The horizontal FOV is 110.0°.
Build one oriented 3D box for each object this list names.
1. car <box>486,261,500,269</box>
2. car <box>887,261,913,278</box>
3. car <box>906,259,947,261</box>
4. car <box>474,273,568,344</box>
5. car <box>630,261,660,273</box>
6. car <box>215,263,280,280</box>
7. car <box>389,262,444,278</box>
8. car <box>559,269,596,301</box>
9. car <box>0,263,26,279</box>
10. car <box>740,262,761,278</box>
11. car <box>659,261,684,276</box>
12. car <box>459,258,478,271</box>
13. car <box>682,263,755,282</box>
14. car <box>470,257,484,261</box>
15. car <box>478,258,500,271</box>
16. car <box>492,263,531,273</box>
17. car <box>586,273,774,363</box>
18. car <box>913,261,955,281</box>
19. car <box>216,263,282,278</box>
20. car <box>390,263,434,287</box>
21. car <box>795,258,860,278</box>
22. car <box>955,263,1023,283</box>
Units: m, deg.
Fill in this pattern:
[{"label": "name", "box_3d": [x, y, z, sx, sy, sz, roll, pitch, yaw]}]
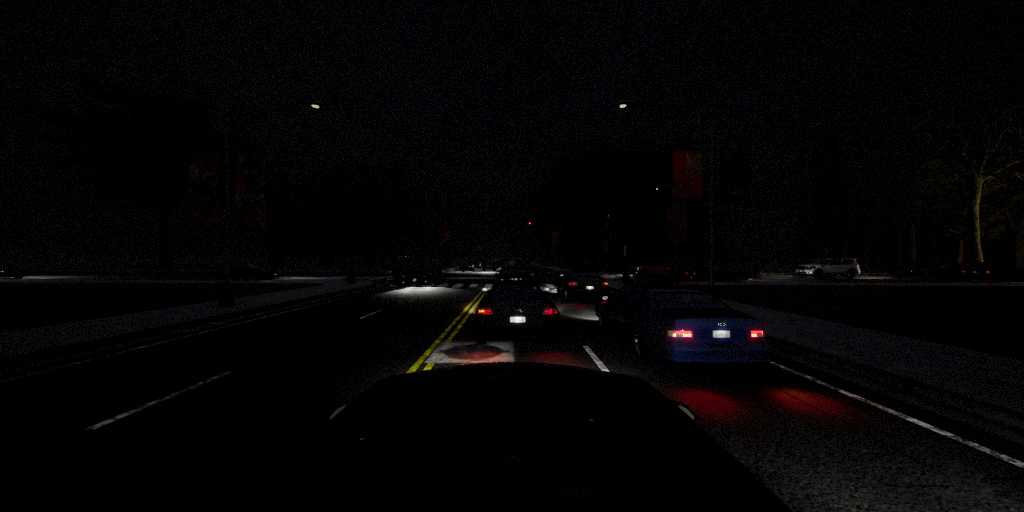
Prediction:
[{"label": "car", "box_3d": [-3.270, 1.523, 62.466, 2.033, 1.411, 5.357, 0, 0, 1]}, {"label": "car", "box_3d": [42.671, 1.568, 37.208, 4.902, 1.511, 2.128, 0, 0, 0]}, {"label": "car", "box_3d": [45.939, 1.328, 40.456, 5.566, 2.045, 2.150, 0, 0, 0]}, {"label": "car", "box_3d": [0.110, 1.321, 9.619, 1.994, 1.385, 4.181, 0, 0, 0]}, {"label": "car", "box_3d": [14.612, 1.266, 37.017, 4.553, 1.767, 2.097, 0, 0, -1]}, {"label": "car", "box_3d": [-22.180, 1.270, 30.080, 4.674, 1.442, 1.812, 0, 0, -1]}, {"label": "car", "box_3d": [-8.876, 1.292, 33.448, 4.902, 1.511, 2.128, 0, 0, 0]}, {"label": "car", "box_3d": [3.363, 1.340, 17.512, 1.994, 1.385, 4.181, 0, 0, 0]}, {"label": "car", "box_3d": [-43.767, 1.203, 29.902, 4.674, 1.442, 1.812, 0, 0, 0]}, {"label": "car", "box_3d": [23.246, 1.522, 37.109, 4.181, 1.385, 1.994, 0, 0, -2]}, {"label": "car", "box_3d": [16.916, 1.412, 33.599, 4.902, 1.511, 2.128, 0, 0, 0]}, {"label": "car", "box_3d": [-6.548, 1.417, 52.164, 1.837, 1.490, 4.892, 0, 0, 0]}, {"label": "car", "box_3d": [17.407, 1.518, 30.352, 4.718, 1.301, 1.895, 0, 0, 0]}, {"label": "car", "box_3d": [-6.530, 1.194, 62.014, 2.150, 2.045, 5.566, 0, 0, 0]}, {"label": "car", "box_3d": [-3.296, 1.406, 52.714, 2.128, 1.511, 4.902, 0, 0, 0]}, {"label": "car", "box_3d": [0.105, 1.284, 18.525, 1.837, 1.490, 4.892, 0, 0, 0]}, {"label": "car", "box_3d": [3.356, 1.303, 8.269, 2.033, 1.411, 5.357, 0, 0, 0]}, {"label": "car", "box_3d": [41.563, 1.540, 33.792, 5.008, 1.535, 1.882, 0, 0, -1]}, {"label": "car", "box_3d": [-24.339, 1.343, 33.308, 4.718, 1.301, 1.895, 0, 0, -1]}, {"label": "car", "box_3d": [-7.064, 1.365, 24.930, 1.994, 1.385, 4.181, 1, 0, -24]}, {"label": "car", "box_3d": [32.688, 1.231, 37.161, 5.566, 2.045, 2.150, 0, 0, 0]}, {"label": "car", "box_3d": [41.503, 1.409, 30.529, 4.553, 1.767, 2.097, 0, 0, 0]}]
